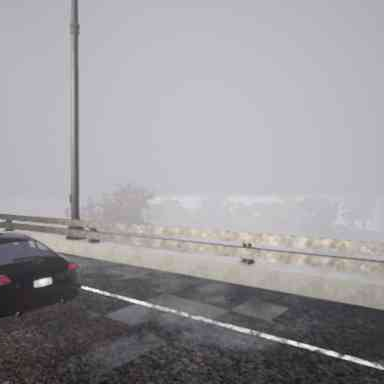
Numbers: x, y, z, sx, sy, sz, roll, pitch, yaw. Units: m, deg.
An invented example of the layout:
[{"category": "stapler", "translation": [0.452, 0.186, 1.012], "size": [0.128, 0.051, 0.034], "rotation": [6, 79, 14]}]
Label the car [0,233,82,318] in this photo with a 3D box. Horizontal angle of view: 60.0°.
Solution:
[{"category": "car", "translation": [-4.269, 1.579, 7.072], "size": [4.181, 1.385, 1.994], "rotation": [0, 0, 36]}]
